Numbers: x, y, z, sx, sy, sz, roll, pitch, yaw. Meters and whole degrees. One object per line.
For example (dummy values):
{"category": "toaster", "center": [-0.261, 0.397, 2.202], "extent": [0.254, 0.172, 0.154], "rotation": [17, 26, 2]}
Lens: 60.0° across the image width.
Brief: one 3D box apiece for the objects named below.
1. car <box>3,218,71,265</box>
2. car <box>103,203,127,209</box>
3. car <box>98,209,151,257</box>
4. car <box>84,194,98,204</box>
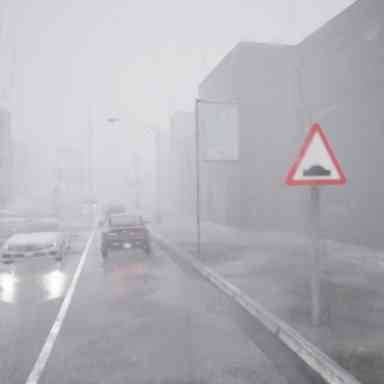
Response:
{"category": "car", "center": [-5.850, 1.769, 13.021], "extent": [1.812, 1.442, 4.674], "rotation": [-1, -1, -14]}
{"category": "car", "center": [-7.099, 1.814, 30.809], "extent": [1.837, 1.490, 4.892], "rotation": [-1, 1, -14]}
{"category": "car", "center": [-2.855, 1.683, 14.068], "extent": [1.837, 1.490, 4.892], "rotation": [-1, -1, -14]}
{"category": "car", "center": [-15.813, 1.073, 52.044], "extent": [1.812, 1.442, 4.674], "rotation": [-1, 3, -14]}
